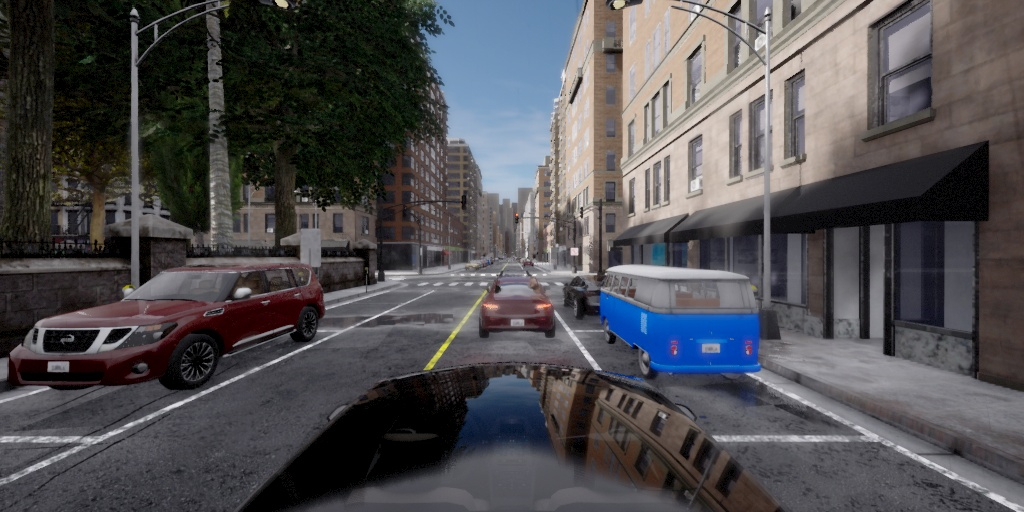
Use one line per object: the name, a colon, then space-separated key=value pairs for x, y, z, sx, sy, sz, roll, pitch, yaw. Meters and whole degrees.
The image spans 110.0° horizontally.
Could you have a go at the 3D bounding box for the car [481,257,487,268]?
car: x=-5.524 y=1.272 z=56.128 sx=2.007 sy=1.370 sz=4.403 roll=0 pitch=0 yaw=0

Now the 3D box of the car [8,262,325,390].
car: x=-5.654 y=1.064 z=6.989 sx=2.192 sy=1.841 sz=5.009 roll=0 pitch=0 yaw=0

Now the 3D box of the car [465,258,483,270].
car: x=-5.539 y=1.248 z=50.508 sx=1.751 sy=1.417 sz=4.829 roll=0 pitch=0 yaw=0

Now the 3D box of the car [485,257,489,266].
car: x=-5.510 y=1.266 z=61.579 sx=1.888 sy=1.381 sz=4.507 roll=0 pitch=0 yaw=0

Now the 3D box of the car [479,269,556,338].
car: x=0.127 y=1.274 z=10.048 sx=1.812 sy=1.442 sz=4.674 roll=0 pitch=0 yaw=0

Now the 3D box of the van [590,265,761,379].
van: x=2.870 y=1.090 z=7.006 sx=1.690 sy=1.789 sz=3.998 roll=0 pitch=0 yaw=0

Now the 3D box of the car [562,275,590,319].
car: x=2.886 y=1.313 z=12.667 sx=1.948 sy=1.339 sz=4.313 roll=0 pitch=0 yaw=0

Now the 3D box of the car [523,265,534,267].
car: x=0.121 y=1.345 z=18.870 sx=1.895 sy=1.301 sz=4.718 roll=0 pitch=0 yaw=-1
